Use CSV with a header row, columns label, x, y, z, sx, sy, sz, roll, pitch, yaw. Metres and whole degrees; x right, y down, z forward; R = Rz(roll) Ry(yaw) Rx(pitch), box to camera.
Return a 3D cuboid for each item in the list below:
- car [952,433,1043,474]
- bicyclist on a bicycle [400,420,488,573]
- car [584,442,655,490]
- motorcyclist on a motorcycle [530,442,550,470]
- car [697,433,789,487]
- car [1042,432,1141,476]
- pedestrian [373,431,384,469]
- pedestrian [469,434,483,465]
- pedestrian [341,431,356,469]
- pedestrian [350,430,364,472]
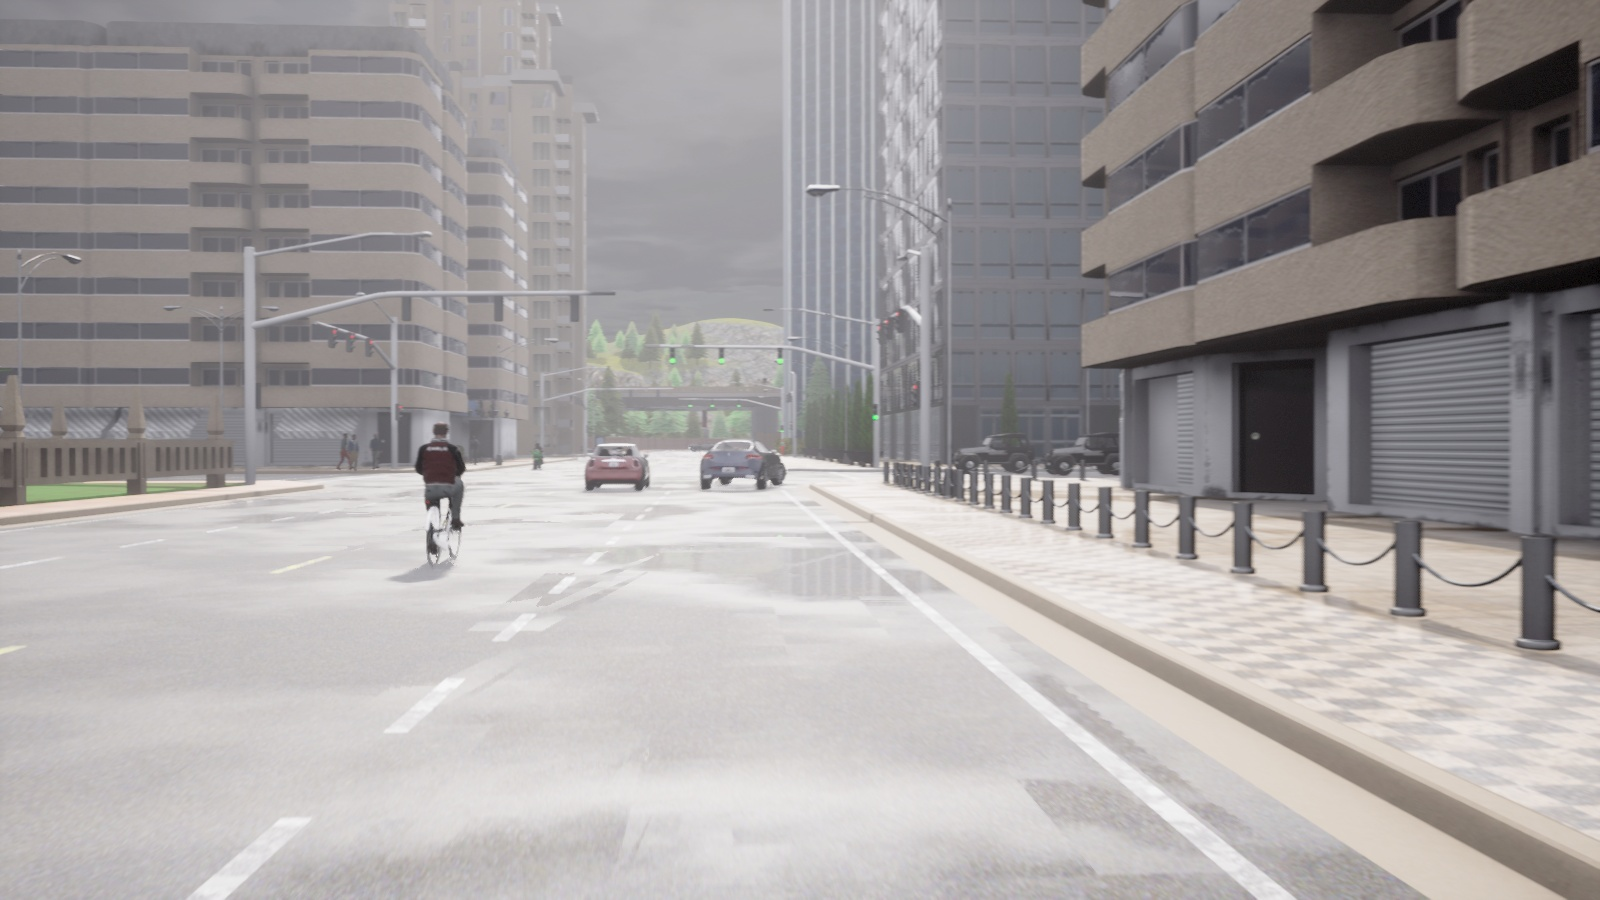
label,x,y,z,sx,sy,sz,roll,pitch,yaw
car,9.119,0.159,58.277,3.866,1.878,1.905,0,0,-3
bicyclist on a bicycle,-4.357,0.529,15.506,0.659,1.776,1.843,0,1,-3
car,-5.823,0.475,40.862,1.970,1.475,3.806,0,1,-3
motorcyclist on a motorcycle,-14.537,0.330,70.309,0.797,1.523,2.044,0,0,-3
car,-1.804,0.271,41.796,2.152,1.651,5.027,0,1,8
car,12.723,0.178,54.960,3.866,1.878,1.905,0,0,-3
pedestrian,-20.570,-0.008,61.248,0.402,1.842,0.726,0,0,-27
pedestrian,-19.863,-0.032,76.976,0.563,1.883,0.849,0,0,7
pedestrian,-21.594,0.004,60.065,0.614,1.847,0.353,0,0,11
pedestrian,-20.966,0.048,59.381,0.423,1.949,0.788,0,0,-35
